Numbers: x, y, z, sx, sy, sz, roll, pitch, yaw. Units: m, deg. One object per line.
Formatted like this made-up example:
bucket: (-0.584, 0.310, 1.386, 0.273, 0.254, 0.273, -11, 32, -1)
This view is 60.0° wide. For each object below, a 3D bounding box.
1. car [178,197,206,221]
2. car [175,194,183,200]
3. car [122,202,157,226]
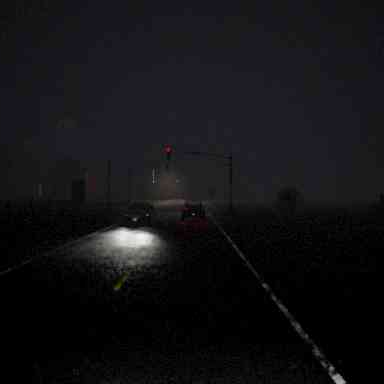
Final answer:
car: (0.088, 1.453, 26.988, 2.128, 1.511, 4.902, 0, 0, 0)
car: (-3.514, 1.289, 88.346, 1.882, 1.535, 5.008, 0, 0, 0)
car: (-3.564, 1.462, 23.274, 2.128, 1.511, 4.902, 0, 0, 0)
